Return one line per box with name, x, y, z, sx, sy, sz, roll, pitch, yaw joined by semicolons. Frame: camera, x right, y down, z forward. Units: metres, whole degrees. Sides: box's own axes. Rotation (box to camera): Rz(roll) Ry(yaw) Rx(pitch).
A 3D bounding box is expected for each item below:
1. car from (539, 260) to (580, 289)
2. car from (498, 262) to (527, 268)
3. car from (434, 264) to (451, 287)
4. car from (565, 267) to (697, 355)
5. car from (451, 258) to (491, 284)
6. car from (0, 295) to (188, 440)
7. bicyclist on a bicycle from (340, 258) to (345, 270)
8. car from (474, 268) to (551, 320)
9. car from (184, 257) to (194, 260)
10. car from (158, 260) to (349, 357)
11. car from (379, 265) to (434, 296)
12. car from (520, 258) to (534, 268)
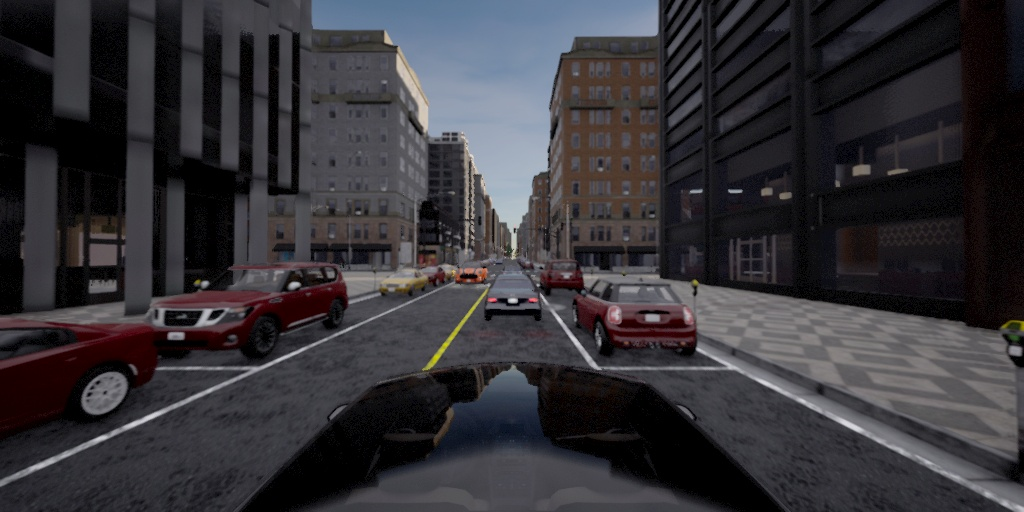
car;2.667;1.116;20.004;2.192;1.841;5.009;0;0;0
car;0.057;1.431;29.780;1.895;1.301;4.718;0;0;0
car;-5.860;1.363;25.636;1.888;1.381;4.507;0;0;0
car;2.668;1.209;8.755;1.967;1.591;4.097;0;0;0
car;-3.071;1.175;27.778;2.097;1.767;4.553;0;0;0
car;-5.857;1.299;3.138;1.888;1.381;4.507;0;0;0
bicyclist on a bicycle;-23.018;1.036;48.723;0.582;1.620;1.656;0;0;0
car;0.043;1.329;12.751;2.033;1.411;5.357;0;0;0
car;-42.210;0.873;45.693;4.553;1.767;2.097;1;-1;0
car;-5.858;1.084;8.763;2.192;1.841;5.009;0;0;0
car;-5.859;1.327;19.842;1.751;1.417;4.829;0;0;0
car;2.663;1.494;58.272;1.802;1.307;4.207;0;0;0
